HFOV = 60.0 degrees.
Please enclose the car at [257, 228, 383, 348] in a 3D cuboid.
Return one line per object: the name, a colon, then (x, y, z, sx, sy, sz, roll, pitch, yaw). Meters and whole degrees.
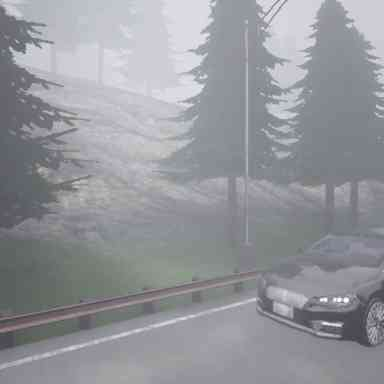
car: (3.353, 1.491, 6.376, 4.902, 1.511, 2.128, 0, 0, -35)
